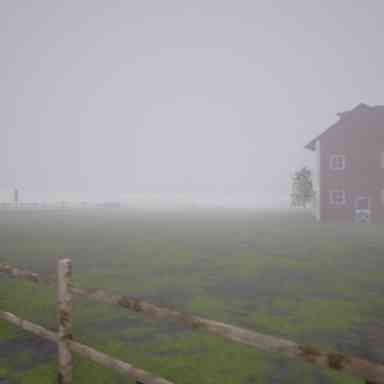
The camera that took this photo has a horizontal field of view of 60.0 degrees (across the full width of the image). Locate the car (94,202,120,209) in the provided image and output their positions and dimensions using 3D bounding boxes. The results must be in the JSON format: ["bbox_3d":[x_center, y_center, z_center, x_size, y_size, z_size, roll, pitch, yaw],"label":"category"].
[{"bbox_3d":[-15.413,2.372,60.177,1.895,1.301,4.718,0,-1,36],"label":"car"}]
